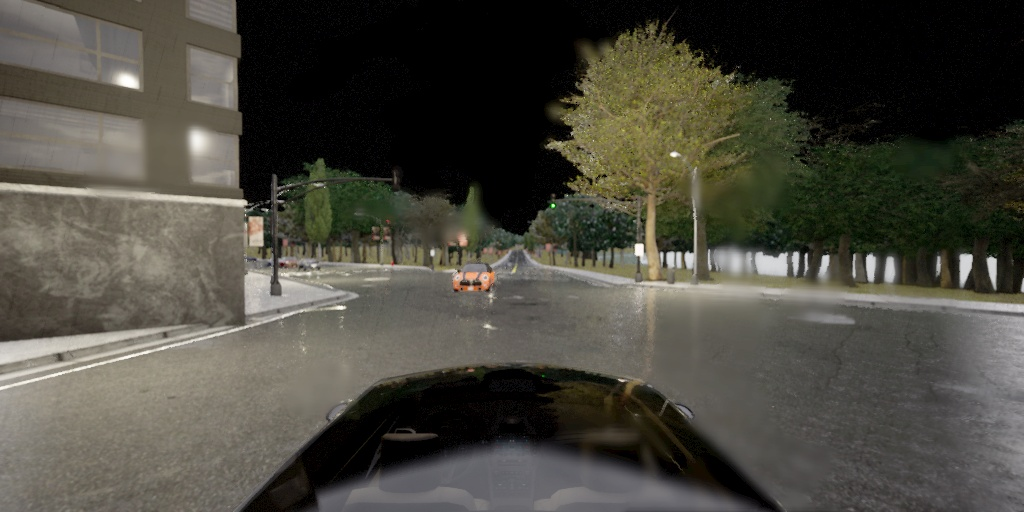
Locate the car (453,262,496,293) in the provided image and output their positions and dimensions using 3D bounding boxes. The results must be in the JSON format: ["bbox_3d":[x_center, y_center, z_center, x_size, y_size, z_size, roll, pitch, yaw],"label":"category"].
[{"bbox_3d":[-2.189,1.175,21.914,2.097,1.767,4.553,0,1,2],"label":"car"}]

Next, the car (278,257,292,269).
[{"bbox_3d":[-32.284,0.898,52.296,2.097,1.767,4.553,-1,1,-43],"label":"car"}]

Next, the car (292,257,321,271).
[{"bbox_3d":[-25.896,1.069,45.671,2.128,1.511,4.902,-1,1,-43],"label":"car"}]
